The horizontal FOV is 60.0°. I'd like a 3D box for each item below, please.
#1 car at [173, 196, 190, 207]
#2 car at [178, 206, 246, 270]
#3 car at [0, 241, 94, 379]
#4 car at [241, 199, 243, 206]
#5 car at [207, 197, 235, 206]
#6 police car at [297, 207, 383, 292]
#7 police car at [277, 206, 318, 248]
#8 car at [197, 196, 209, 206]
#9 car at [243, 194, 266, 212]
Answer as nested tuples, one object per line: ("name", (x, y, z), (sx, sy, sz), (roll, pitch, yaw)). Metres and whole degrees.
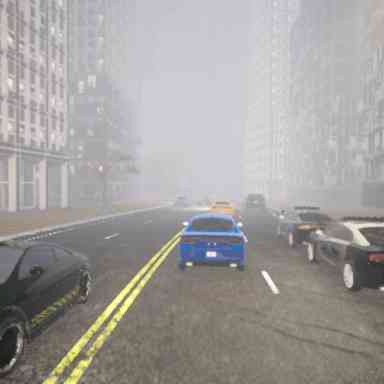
("car", (-1.460, 1.383, 48.173), (1.812, 1.442, 4.674), (1, 0, 6))
("car", (0.680, 1.458, 11.089), (1.882, 1.535, 5.008), (1, 0, 4))
("car", (-3.120, 1.523, 5.314), (1.994, 1.385, 4.181), (1, 0, 3))
("car", (8.687, 1.477, 51.716), (1.812, 1.442, 4.674), (1, 0, 4))
("car", (2.744, 1.433, 29.327), (1.882, 1.535, 5.008), (1, 0, 8))
("police car", (4.606, 1.449, 9.092), (1.930, 1.638, 5.238), (1, 0, 4))
("police car", (5.069, 1.441, 14.927), (1.930, 1.638, 5.238), (1, 0, 5))
("car", (1.816, 1.385, 48.280), (2.128, 1.511, 4.902), (1, 0, 6))
("car", (7.243, 1.202, 38.213), (2.150, 2.045, 5.566), (1, 0, 9))
